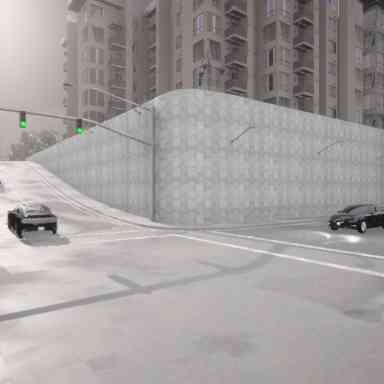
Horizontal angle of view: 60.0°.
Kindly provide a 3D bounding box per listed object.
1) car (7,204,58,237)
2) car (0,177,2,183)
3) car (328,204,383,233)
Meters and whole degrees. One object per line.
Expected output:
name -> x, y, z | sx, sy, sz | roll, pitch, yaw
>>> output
car -> -8.583, 1.403, 17.753 | 2.128, 1.511, 4.902 | 0, 2, -36
car -> -22.698, -1.897, 37.377 | 1.812, 1.442, 4.674 | 0, 12, -36
car -> 10.067, 1.505, 19.786 | 4.892, 1.490, 1.837 | 0, 0, -36
